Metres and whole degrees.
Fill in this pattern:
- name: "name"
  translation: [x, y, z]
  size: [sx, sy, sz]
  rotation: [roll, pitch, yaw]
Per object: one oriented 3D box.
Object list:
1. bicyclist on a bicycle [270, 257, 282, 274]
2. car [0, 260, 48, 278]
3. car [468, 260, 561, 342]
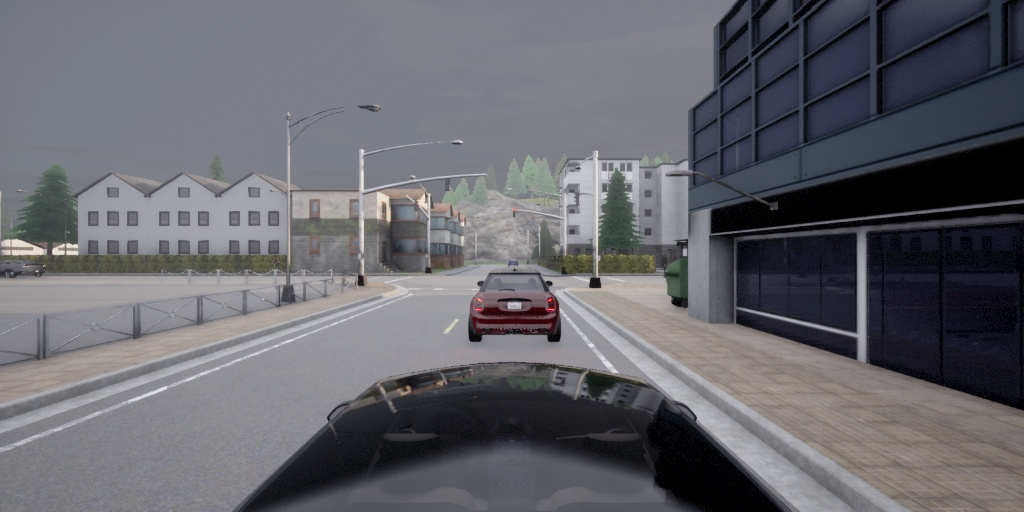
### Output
- name: "bicyclist on a bicycle"
  translation: [-22.226, 0.874, 33.761]
  size: [0.582, 1.620, 1.656]
  rotation: [0, 0, 0]
- name: "car"
  translation: [-42.115, 1.065, 30.001]
  size: [4.902, 1.511, 2.128]
  rotation: [0, 0, 0]
- name: "car"
  translation: [0.081, 1.102, 9.928]
  size: [2.097, 1.767, 4.553]
  rotation: [0, 0, 1]
